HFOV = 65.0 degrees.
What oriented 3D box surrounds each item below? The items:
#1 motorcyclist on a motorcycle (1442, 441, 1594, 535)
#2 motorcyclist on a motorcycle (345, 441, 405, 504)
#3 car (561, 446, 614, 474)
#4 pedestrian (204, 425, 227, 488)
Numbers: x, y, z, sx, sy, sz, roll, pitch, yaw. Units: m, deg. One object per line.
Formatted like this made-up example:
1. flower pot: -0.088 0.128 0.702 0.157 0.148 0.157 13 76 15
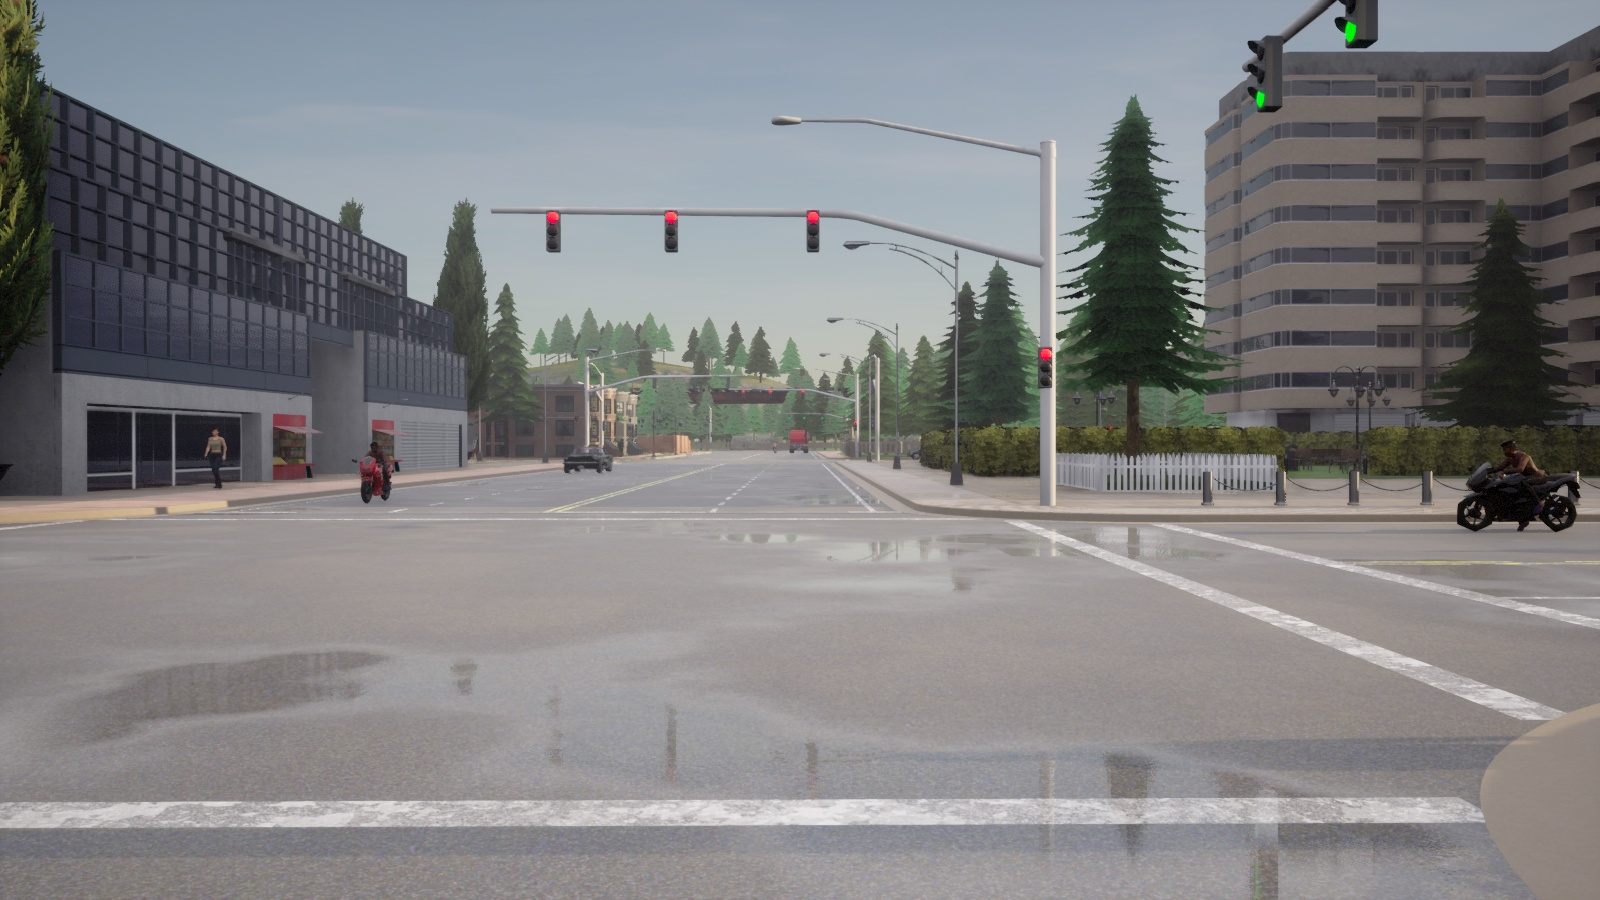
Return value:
1. motorcyclist on a motorcycle: 11.870 0.621 20.800 2.044 1.523 0.797 0 0 0
2. motorcyclist on a motorcycle: -10.665 0.542 31.586 0.797 1.523 2.044 0 0 0
3. car: -10.668 0.481 63.264 1.895 1.301 4.718 0 0 0
4. pedestrian: -17.008 0.185 36.559 0.345 1.836 0.594 0 0 7
